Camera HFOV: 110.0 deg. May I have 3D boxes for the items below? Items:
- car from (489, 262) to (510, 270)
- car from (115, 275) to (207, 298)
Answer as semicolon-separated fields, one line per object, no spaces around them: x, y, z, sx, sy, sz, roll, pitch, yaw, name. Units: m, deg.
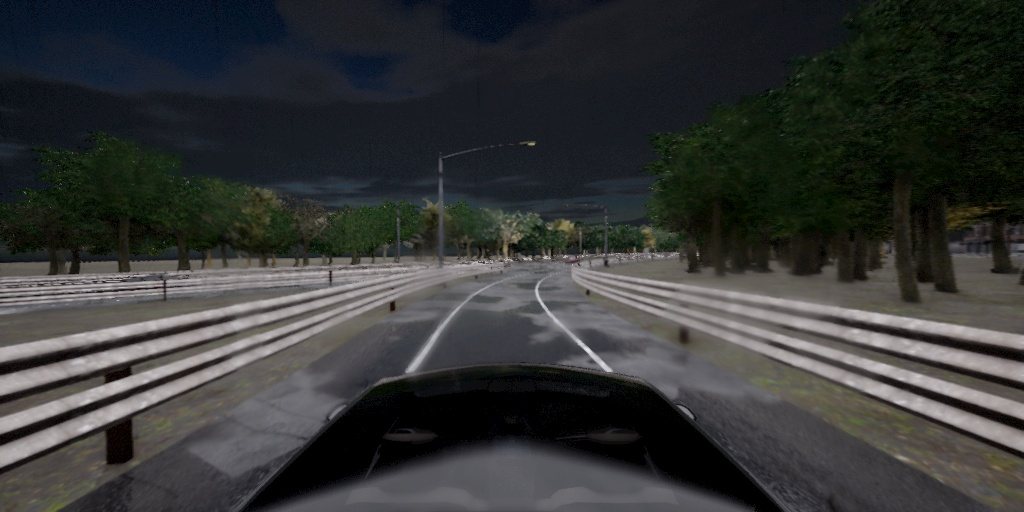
-2.342;1.504;55.390;1.895;1.301;4.718;0;1;39;car
-25.637;2.115;26.435;1.837;1.490;4.892;0;1;39;car
